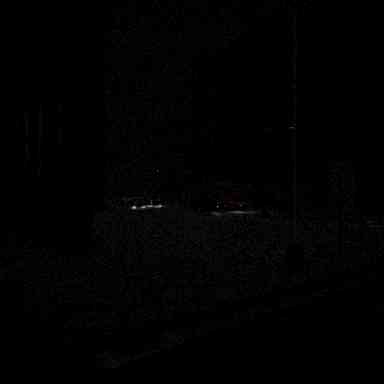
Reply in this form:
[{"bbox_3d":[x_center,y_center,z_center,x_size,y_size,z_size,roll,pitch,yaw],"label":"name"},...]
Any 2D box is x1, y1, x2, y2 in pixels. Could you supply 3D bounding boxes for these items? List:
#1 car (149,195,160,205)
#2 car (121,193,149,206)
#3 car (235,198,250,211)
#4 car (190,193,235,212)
[{"bbox_3d":[-7.270,1.349,57.066,2.097,1.767,4.553,0,0,-36],"label":"car"},{"bbox_3d":[-9.869,1.236,55.114,2.150,2.045,5.566,0,0,-36],"label":"car"},{"bbox_3d":[4.848,1.429,40.103,1.882,1.535,5.008,0,0,-36],"label":"car"},{"bbox_3d":[2.028,1.155,38.457,2.150,2.045,5.566,0,0,-36],"label":"car"}]
